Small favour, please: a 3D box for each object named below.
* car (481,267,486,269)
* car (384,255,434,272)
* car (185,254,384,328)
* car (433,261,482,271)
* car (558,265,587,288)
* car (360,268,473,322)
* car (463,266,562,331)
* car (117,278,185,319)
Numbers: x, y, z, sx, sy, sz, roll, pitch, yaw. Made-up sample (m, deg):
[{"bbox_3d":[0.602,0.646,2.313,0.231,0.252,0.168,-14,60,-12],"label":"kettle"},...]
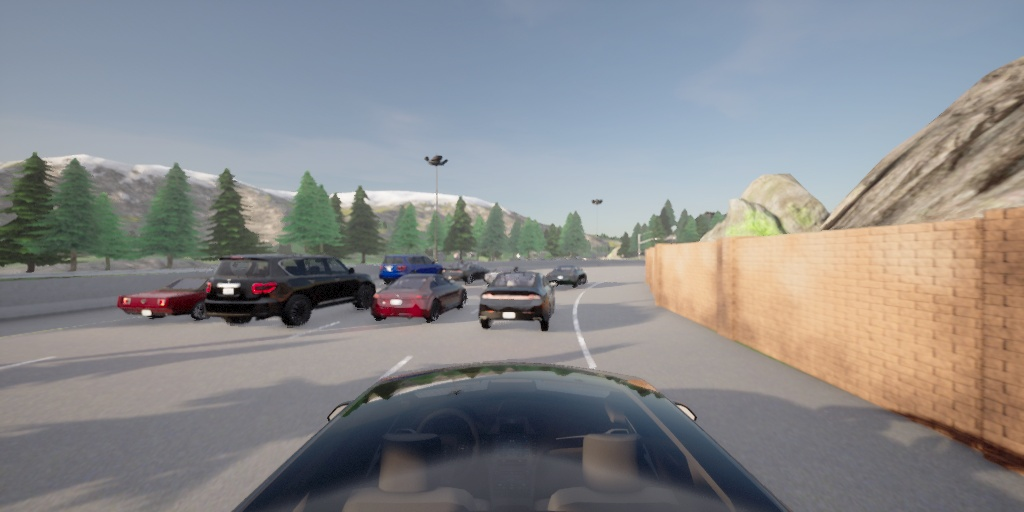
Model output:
[{"bbox_3d":[0.008,1.306,23.919,1.895,1.301,4.718,0,0,21],"label":"car"},{"bbox_3d":[-6.919,0.927,25.408,2.150,2.045,5.566,0,0,20],"label":"car"},{"bbox_3d":[-6.678,0.954,11.624,2.150,2.045,5.566,0,0,9],"label":"car"},{"bbox_3d":[-3.121,1.194,25.476,2.128,1.511,4.902,0,0,21],"label":"car"},{"bbox_3d":[3.684,1.270,23.668,1.994,1.385,4.181,0,0,22],"label":"car"},{"bbox_3d":[-2.988,1.293,12.302,1.994,1.385,4.181,0,0,10],"label":"car"},{"bbox_3d":[0.320,1.220,11.004,2.128,1.511,4.902,0,0,9],"label":"car"},{"bbox_3d":[-10.071,1.331,12.438,1.895,1.301,4.718,0,0,9],"label":"car"}]
